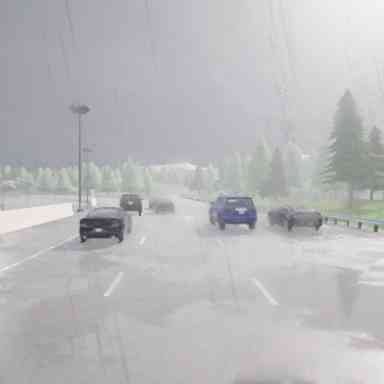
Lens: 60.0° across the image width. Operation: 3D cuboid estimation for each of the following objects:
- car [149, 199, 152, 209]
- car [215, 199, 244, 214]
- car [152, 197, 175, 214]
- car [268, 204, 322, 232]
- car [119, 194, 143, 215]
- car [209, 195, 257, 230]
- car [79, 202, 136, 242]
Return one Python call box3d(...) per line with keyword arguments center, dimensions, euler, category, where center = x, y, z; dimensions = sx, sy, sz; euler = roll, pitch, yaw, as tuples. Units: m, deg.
box3d(center=(-4.716, 1.505, 44.715), dimensions=(1.837, 1.490, 4.892), euler=(0, 0, -13), category="car")
box3d(center=(4.018, 1.504, 36.104), dimensions=(1.837, 1.490, 4.892), euler=(0, 0, -9), category="car")
box3d(center=(-2.977, 1.478, 35.541), dimensions=(1.882, 1.535, 5.008), euler=(0, 0, -9), category="car")
box3d(center=(6.094, 1.491, 20.230), dimensions=(2.128, 1.511, 4.902), euler=(0, 0, -5), category="car")
box3d(center=(-6.219, 1.222, 33.845), dimensions=(2.150, 2.045, 5.566), euler=(0, 0, -10), category="car")
box3d(center=(2.501, 1.223, 21.275), dimensions=(2.150, 2.045, 5.566), euler=(0, 0, -6), category="car")
box3d(center=(-4.103, 1.478, 16.400), dimensions=(1.882, 1.535, 5.008), euler=(0, -1, -4), category="car")
